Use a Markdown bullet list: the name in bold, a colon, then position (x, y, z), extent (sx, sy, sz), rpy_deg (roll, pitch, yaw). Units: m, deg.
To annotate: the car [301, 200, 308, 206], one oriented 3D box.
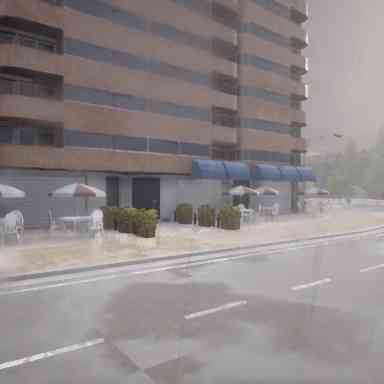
- **car**: position (16.420, 1.511, 54.101), extent (1.882, 1.535, 5.008), rpy_deg (0, 0, -36)
